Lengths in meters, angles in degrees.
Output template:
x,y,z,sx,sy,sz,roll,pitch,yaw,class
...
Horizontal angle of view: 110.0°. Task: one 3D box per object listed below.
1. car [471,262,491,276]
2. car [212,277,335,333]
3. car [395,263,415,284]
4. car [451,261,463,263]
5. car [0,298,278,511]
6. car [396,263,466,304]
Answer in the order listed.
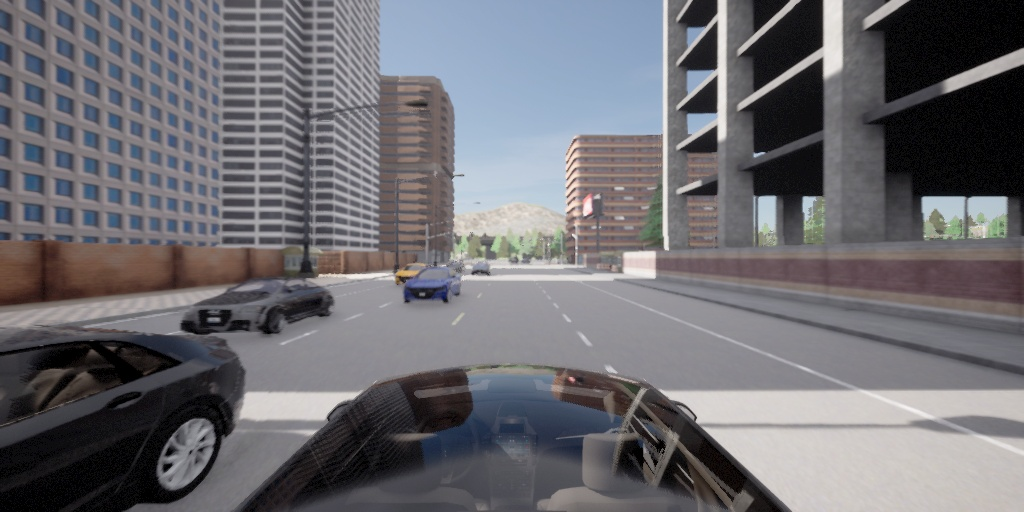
x,y,z,sx,sy,sz,roll,pitch,yaw,class
-3.284,1.383,39.290,2.033,1.411,5.357,0,0,1,car
-6.972,1.314,10.397,1.994,1.385,4.181,0,0,0,car
-6.947,1.269,26.092,1.882,1.535,5.008,0,1,0,car
-6.755,1.327,43.334,2.128,1.511,4.902,0,0,0,car
-3.595,1.244,1.608,1.837,1.490,4.892,0,0,0,car
-3.523,1.255,16.673,1.882,1.535,5.008,0,0,0,car
